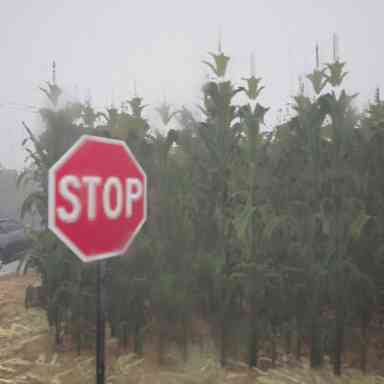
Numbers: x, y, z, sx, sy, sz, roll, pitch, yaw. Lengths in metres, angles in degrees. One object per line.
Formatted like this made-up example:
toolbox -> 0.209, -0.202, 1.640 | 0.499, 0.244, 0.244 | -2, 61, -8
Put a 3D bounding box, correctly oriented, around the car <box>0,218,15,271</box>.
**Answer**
car -> -6.087, 1.492, 10.220 | 1.994, 1.385, 4.181 | 0, 0, 0
